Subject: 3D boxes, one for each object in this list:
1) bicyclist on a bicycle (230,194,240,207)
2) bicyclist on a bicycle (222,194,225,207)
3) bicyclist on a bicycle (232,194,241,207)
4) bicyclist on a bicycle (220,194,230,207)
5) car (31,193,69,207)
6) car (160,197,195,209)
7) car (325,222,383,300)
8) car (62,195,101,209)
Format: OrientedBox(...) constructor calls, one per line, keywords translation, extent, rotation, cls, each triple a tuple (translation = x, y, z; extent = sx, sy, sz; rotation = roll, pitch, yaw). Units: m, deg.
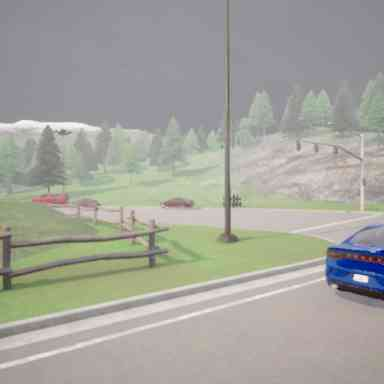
OrientedBox(translation=(5.434, 1.111, 42.274), extent=(0.582, 1.620, 1.656), rotation=(0, 1, 34), cls="bicyclist on a bicycle")
OrientedBox(translation=(4.693, 1.113, 42.768), extent=(0.582, 1.620, 1.656), rotation=(0, 1, 34), cls="bicyclist on a bicycle")
OrientedBox(translation=(5.803, 1.110, 42.025), extent=(0.582, 1.620, 1.656), rotation=(0, 1, 34), cls="bicyclist on a bicycle")
OrientedBox(translation=(4.321, 1.114, 43.014), extent=(0.582, 1.620, 1.656), rotation=(0, 1, 33), cls="bicyclist on a bicycle")
OrientedBox(translation=(-20.350, 1.146, 48.045), extent=(5.566, 2.045, 2.150), rotation=(0, 0, 9), cls="car")
OrientedBox(translation=(-1.873, 1.375, 42.020), extent=(4.674, 1.442, 1.812), rotation=(0, 0, 30), cls="car")
OrientedBox(translation=(5.051, 1.423, 7.666), extent=(5.008, 1.535, 1.882), rotation=(0, 0, -38), cls="car")
OrientedBox(translation=(-13.974, 1.472, 42.969), extent=(4.181, 1.385, 1.994), rotation=(0, 0, 16), cls="car")
